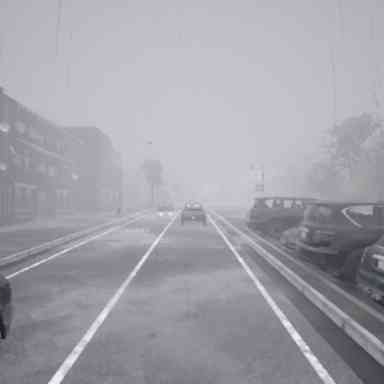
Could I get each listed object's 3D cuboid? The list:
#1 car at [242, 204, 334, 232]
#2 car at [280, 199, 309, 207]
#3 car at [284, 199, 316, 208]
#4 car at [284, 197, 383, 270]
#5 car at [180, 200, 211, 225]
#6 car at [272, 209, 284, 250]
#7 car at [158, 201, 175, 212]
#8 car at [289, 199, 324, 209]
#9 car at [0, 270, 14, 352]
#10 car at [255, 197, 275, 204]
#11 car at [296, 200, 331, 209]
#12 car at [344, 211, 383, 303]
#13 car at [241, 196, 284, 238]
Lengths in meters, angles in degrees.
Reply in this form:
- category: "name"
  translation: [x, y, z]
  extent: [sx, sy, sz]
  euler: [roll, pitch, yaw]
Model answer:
- category: "car"
  translation: [5.590, 1.540, 20.002]
  extent: [4.892, 1.521, 2.231]
  euler: [0, 0, 0]
- category: "car"
  translation: [18.697, 2.020, 60.940]
  extent: [4.674, 1.452, 2.002]
  euler: [0, -1, 0]
- category: "car"
  translation: [18.693, 1.944, 57.664]
  extent: [4.892, 1.521, 2.231]
  euler: [0, -1, 0]
- category: "car"
  translation: [5.622, 1.232, 8.793]
  extent: [5.566, 2.045, 2.435]
  euler: [0, 0, 0]
- category: "car"
  translation: [0.097, 1.614, 25.449]
  extent: [2.128, 1.511, 4.902]
  euler: [0, -1, 0]
- category: "car"
  translation: [5.600, 1.492, 11.597]
  extent: [4.892, 1.521, 2.231]
  euler: [0, 0, 0]
- category: "car"
  translation: [-3.345, 1.896, 43.786]
  extent: [1.994, 1.385, 4.181]
  euler: [0, -1, 0]
- category: "car"
  translation: [18.702, 1.907, 54.391]
  extent: [5.008, 1.535, 2.097]
  euler: [0, -1, 0]
- category: "car"
  translation: [-3.349, 1.496, 2.579]
  extent: [2.128, 1.511, 4.902]
  euler: [0, 0, 0]
- category: "car"
  translation: [18.746, 2.124, 85.276]
  extent: [4.553, 1.767, 2.185]
  euler: [0, -1, 0]
- category: "car"
  translation: [18.692, 1.912, 51.242]
  extent: [4.674, 1.452, 2.002]
  euler: [0, -1, 0]
- category: "car"
  translation: [5.564, 1.350, 5.991]
  extent: [4.553, 1.767, 2.185]
  euler: [0, 0, 0]
- category: "car"
  translation: [5.623, 1.269, 17.203]
  extent: [5.566, 2.045, 2.435]
  euler: [0, 0, 0]
